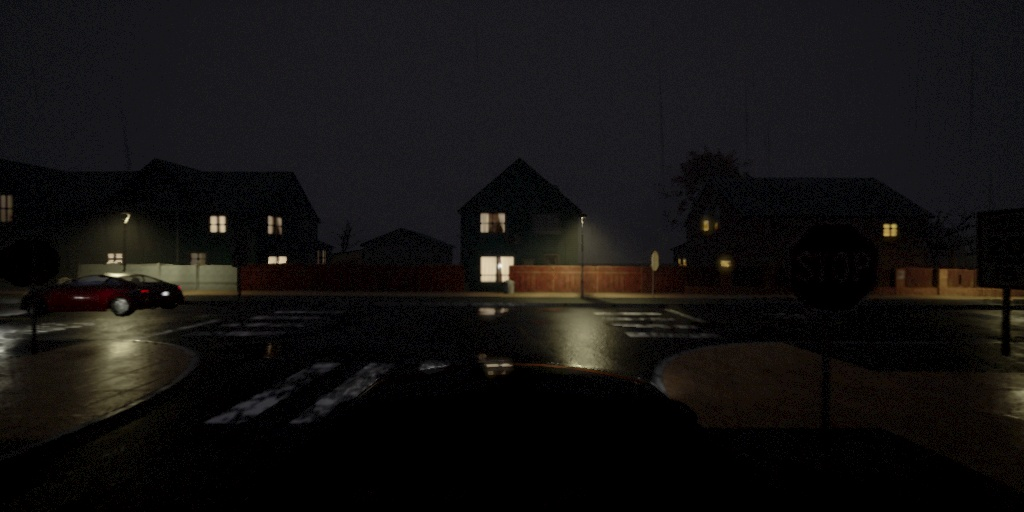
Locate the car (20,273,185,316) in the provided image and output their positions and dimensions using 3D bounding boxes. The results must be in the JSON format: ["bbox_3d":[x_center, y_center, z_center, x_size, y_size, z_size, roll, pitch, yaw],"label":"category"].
[{"bbox_3d":[-14.274,1.292,12.672,4.181,1.385,1.994,0,0,-1],"label":"car"}]
